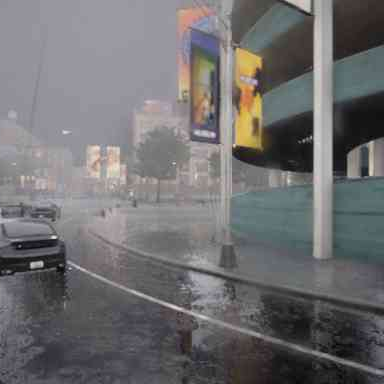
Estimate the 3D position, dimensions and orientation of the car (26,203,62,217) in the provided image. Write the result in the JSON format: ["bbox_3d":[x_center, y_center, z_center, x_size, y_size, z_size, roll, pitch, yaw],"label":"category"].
[{"bbox_3d":[-12.328,1.668,28.222,1.837,1.490,4.892,0,-1,-14],"label":"car"}]

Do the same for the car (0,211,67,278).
[{"bbox_3d":[-5.284,1.561,10.174,1.837,1.490,4.892,0,0,-37],"label":"car"}]

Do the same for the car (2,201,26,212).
[{"bbox_3d":[-16.989,1.661,32.435,2.128,1.511,4.902,0,-1,-14],"label":"car"}]
